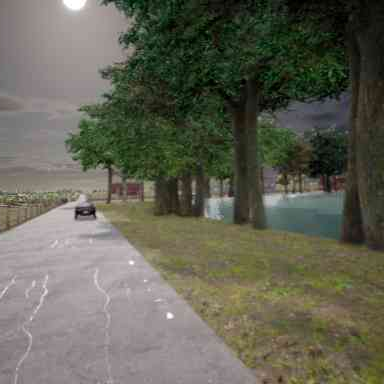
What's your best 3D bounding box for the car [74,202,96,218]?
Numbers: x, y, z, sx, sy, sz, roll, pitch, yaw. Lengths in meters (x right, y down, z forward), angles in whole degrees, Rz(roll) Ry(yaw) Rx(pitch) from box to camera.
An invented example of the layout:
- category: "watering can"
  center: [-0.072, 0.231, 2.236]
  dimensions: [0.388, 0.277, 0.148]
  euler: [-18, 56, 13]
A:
- category: "car"
  center: [-10.517, 1.705, 32.848]
  dimensions: [1.882, 1.535, 5.008]
  euler: [-1, 0, -18]
